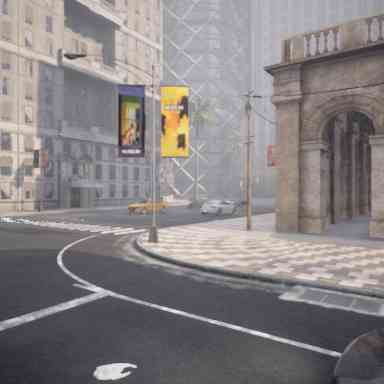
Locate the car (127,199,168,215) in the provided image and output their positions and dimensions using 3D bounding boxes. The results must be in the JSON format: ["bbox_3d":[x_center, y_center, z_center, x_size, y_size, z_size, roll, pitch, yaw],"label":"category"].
[{"bbox_3d":[-4.555,1.470,34.848,1.882,1.535,5.008,0,0,35],"label":"car"}]

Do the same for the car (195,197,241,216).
[{"bbox_3d":[2.615,1.520,32.560,1.812,1.442,4.674,0,0,35],"label":"car"}]

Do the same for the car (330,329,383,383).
[{"bbox_3d":[3.283,1.505,1.651,4.892,1.490,1.837,0,0,36],"label":"car"}]

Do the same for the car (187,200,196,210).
[{"bbox_3d":[1.197,1.556,42.927,1.994,1.385,4.181,0,0,36],"label":"car"}]

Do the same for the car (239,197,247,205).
[{"bbox_3d":[7.385,1.483,51.487,2.128,1.511,4.902,0,0,36],"label":"car"}]
